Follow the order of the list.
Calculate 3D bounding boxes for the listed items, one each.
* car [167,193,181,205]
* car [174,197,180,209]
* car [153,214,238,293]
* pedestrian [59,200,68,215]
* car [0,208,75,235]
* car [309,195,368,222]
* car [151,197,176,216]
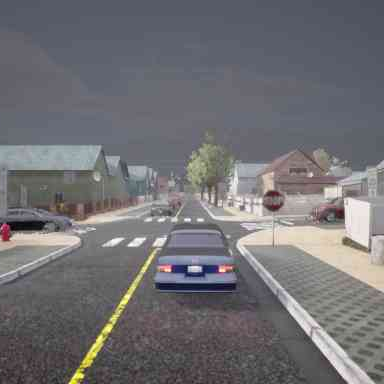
[{"bbox_3d":[-2.956,1.216,55.223,2.150,2.045,5.566,0,0,0],"label":"car"},{"bbox_3d":[-2.923,1.602,42.839,1.895,1.301,4.718,0,0,0],"label":"car"},{"bbox_3d":[0.118,1.550,8.992,2.033,1.411,5.357,0,0,1],"label":"car"},{"bbox_3d":[-9.738,1.462,25.242,0.375,1.860,0.375,0,0,0],"label":"pedestrian"},{"bbox_3d":[-9.390,1.680,19.377,4.902,1.511,2.128,-2,-1,0],"label":"car"},{"bbox_3d":[10.326,1.067,22.487,4.553,1.767,2.097,-2,-1,-1],"label":"car"},{"bbox_3d":[-2.894,1.528,32.744,1.812,1.442,4.674,0,0,0],"label":"car"}]
